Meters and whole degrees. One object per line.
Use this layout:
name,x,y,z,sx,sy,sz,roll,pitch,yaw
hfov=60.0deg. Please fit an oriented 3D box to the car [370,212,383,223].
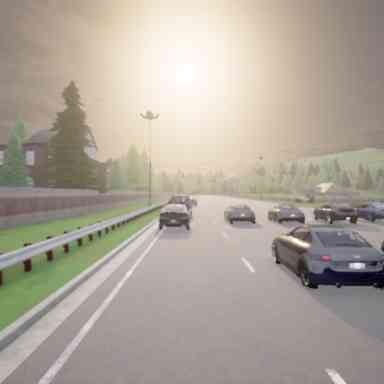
car,7.100,1.523,8.921,1.837,1.490,4.892,0,0,0

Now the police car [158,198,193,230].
police car,-1.050,1.470,21.663,1.930,1.638,5.238,0,0,0

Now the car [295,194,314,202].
car,22.922,1.352,67.663,3.866,1.878,1.905,0,0,0

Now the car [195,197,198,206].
car,0.003,1.608,57.165,2.128,1.511,4.902,0,0,0

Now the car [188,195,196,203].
car,0.003,1.507,72.174,1.837,1.490,4.892,0,0,0

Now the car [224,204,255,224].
car,3.602,1.616,25.626,1.994,1.385,4.181,0,0,0

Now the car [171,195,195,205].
car,-1.050,1.289,31.584,2.150,2.045,5.566,0,0,0

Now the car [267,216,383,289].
car,3.601,1.583,9.257,1.994,1.385,4.181,0,0,0

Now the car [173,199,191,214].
car,-1.050,1.582,37.553,1.837,1.490,4.892,0,0,0

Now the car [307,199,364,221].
car,10.600,1.556,24.986,1.837,1.490,4.892,0,0,0

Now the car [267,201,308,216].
car,7.101,1.616,25.413,1.994,1.385,4.181,0,0,0

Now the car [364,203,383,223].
car,14.101,1.579,25.968,1.812,1.442,4.674,0,0,0
